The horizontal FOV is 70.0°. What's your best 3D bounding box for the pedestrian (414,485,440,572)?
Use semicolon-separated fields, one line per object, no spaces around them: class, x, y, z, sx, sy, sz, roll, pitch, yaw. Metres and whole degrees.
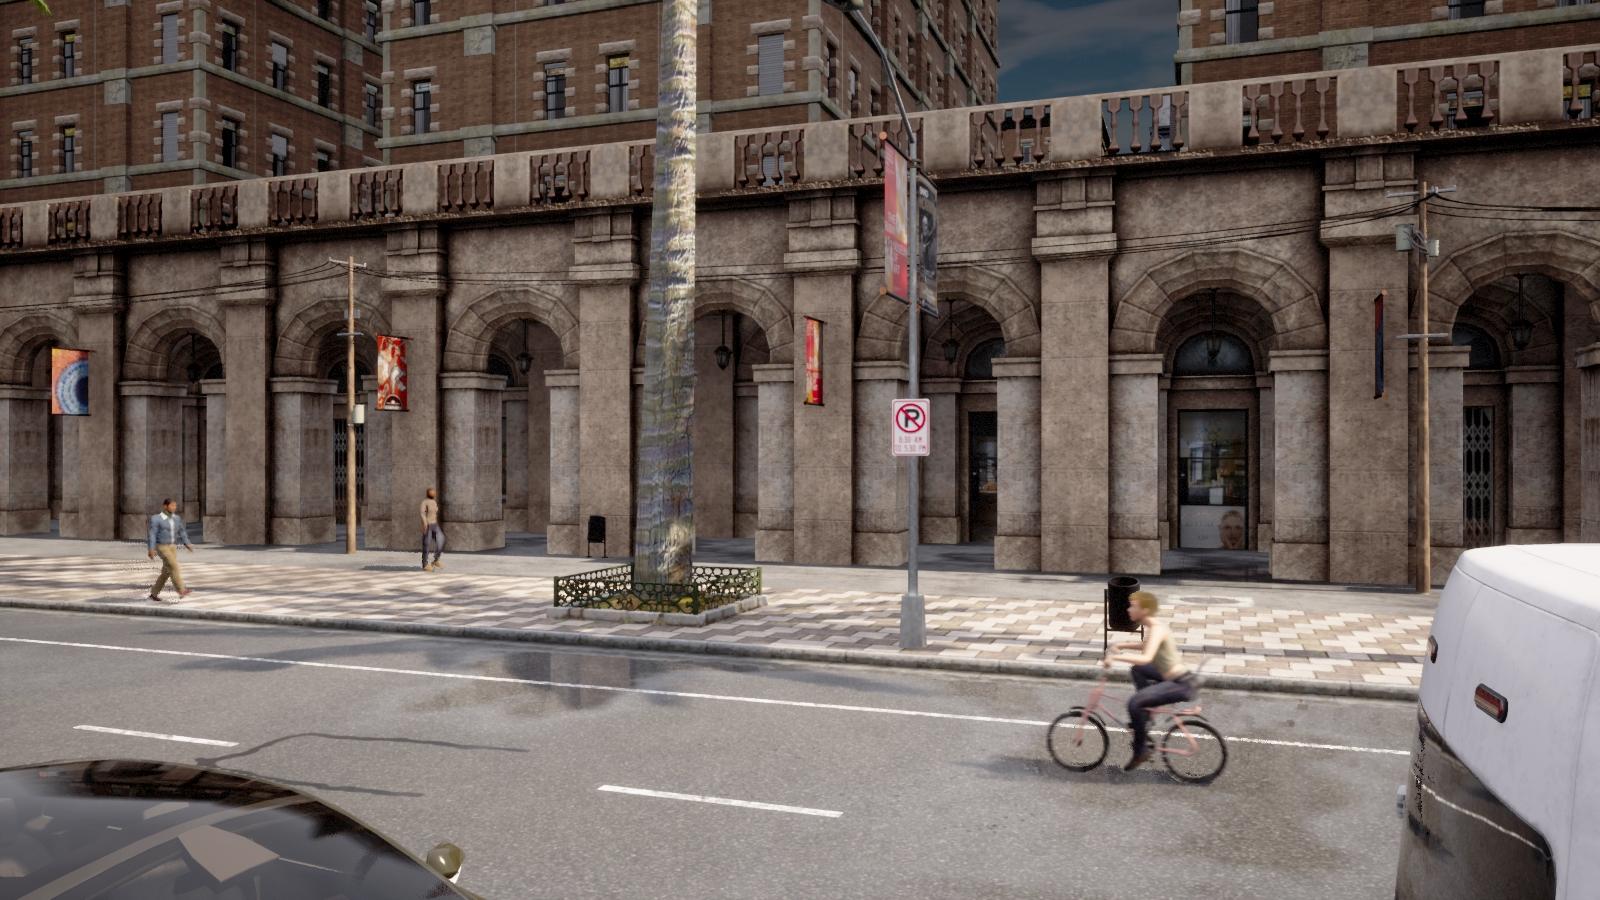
pedestrian;-8.115;1.696;24.842;0.375;1.860;0.375;0;0;21

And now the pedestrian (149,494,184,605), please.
pedestrian;-10.895;1.696;19.651;0.375;1.860;0.375;0;0;20

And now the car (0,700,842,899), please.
car;-2.519;2.061;4.220;4.892;1.480;2.231;0;0;20

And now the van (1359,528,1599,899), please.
van;4.249;1.534;1.754;5.915;2.561;1.988;0;0;20
